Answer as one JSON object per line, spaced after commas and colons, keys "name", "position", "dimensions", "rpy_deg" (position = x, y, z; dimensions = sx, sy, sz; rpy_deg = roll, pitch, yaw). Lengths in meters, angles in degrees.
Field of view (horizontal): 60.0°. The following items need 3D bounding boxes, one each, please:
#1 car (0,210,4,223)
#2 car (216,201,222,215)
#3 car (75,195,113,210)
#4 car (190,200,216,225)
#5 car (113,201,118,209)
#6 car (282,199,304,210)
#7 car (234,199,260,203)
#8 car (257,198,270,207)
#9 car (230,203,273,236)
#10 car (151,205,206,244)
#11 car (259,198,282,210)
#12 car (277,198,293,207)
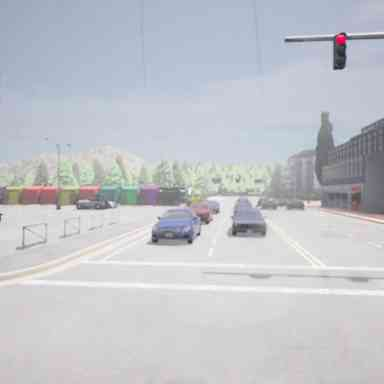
{"name": "car", "position": [-14.352, 1.198, 21.330], "dimensions": [3.866, 1.878, 1.905], "rpy_deg": [0, 0, 6]}
{"name": "car", "position": [2.112, 1.648, 36.509], "dimensions": [1.812, 1.442, 4.674], "rpy_deg": [0, 0, 8]}
{"name": "car", "position": [-12.167, 1.266, 40.832], "dimensions": [3.866, 1.878, 1.905], "rpy_deg": [0, 0, 6]}
{"name": "car", "position": [0.554, 1.561, 25.427], "dimensions": [1.882, 1.535, 5.008], "rpy_deg": [0, 0, 8]}
{"name": "car", "position": [-11.829, 1.515, 43.706], "dimensions": [3.806, 1.475, 1.970], "rpy_deg": [0, 0, 6]}
{"name": "car", "position": [14.125, 1.667, 45.551], "dimensions": [2.128, 1.511, 4.902], "rpy_deg": [0, 0, 8]}
{"name": "car", "position": [4.743, 1.654, 30.135], "dimensions": [2.033, 1.411, 5.357], "rpy_deg": [0, 0, 8]}
{"name": "car", "position": [11.985, 1.709, 55.915], "dimensions": [1.837, 1.490, 4.892], "rpy_deg": [0, 0, 8]}
{"name": "car", "position": [3.258, 1.617, 19.362], "dimensions": [2.033, 1.411, 5.357], "rpy_deg": [0, 0, 8]}
{"name": "car", "position": [-0.622, 1.578, 16.390], "dimensions": [1.812, 1.442, 4.674], "rpy_deg": [0, 0, 9]}
{"name": "car", "position": [10.637, 1.661, 45.900], "dimensions": [2.128, 1.511, 4.902], "rpy_deg": [0, 0, 8]}
{"name": "car", "position": [15.452, 1.773, 55.431], "dimensions": [1.994, 1.385, 4.181], "rpy_deg": [0, 0, 8]}
